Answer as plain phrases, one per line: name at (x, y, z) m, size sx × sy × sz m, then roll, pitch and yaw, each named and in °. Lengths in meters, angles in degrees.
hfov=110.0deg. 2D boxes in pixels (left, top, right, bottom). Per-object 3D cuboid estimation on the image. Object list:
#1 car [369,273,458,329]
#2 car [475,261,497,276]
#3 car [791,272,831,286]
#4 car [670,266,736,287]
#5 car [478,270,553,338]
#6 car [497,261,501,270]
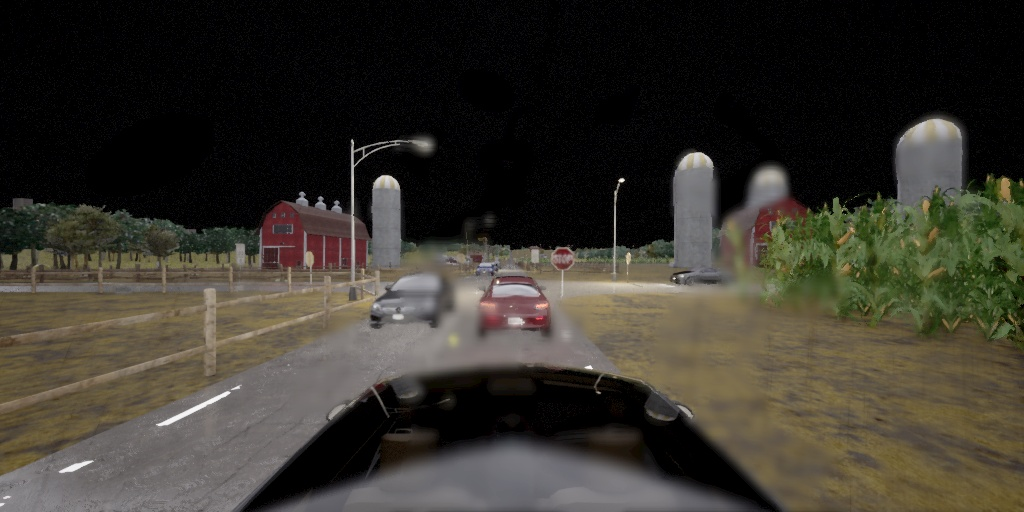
car at (-2.866, 1.285, 11.381) m, size 1.812 × 1.442 × 4.674 m, roll 0°, pitch 0°, yaw 0°
car at (-2.913, 1.434, 39.925) m, size 1.812 × 1.442 × 4.674 m, roll 0°, pitch 0°, yaw 0°
car at (22.940, 1.517, 25.662) m, size 5.357 × 1.411 × 2.033 m, roll 1°, pitch 1°, yaw 0°
car at (13.620, 1.444, 25.675) m, size 4.181 × 1.385 × 1.994 m, roll 0°, pitch 1°, yaw 0°
car at (0.037, 1.283, 10.146) m, size 1.812 × 1.442 × 4.674 m, roll 0°, pitch 0°, yaw -2°
car at (-2.921, 1.537, 49.787) m, size 1.994 × 1.385 × 4.181 m, roll 0°, pitch 0°, yaw 0°
